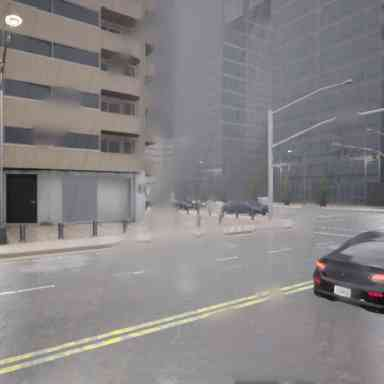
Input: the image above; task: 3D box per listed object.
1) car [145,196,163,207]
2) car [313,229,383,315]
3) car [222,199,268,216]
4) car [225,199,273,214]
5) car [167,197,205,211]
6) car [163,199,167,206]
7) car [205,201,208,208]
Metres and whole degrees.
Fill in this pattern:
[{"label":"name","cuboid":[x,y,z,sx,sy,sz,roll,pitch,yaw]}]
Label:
[{"label":"car","cuboid":[-6.673,1.422,48.662,1.882,1.535,5.008,0,0,-35]},{"label":"car","cuboid":[4.440,1.526,6.982,4.674,1.442,1.812,0,0,-35]},{"label":"car","cuboid":[5.163,1.492,31.964,2.033,1.411,5.357,0,0,-36]},{"label":"car","cuboid":[6.141,1.492,36.574,2.033,1.411,5.357,0,0,-36]},{"label":"car","cuboid":[-0.819,1.509,40.332,1.994,1.385,4.181,0,0,-35]},{"label":"car","cuboid":[-5.740,1.449,53.438,1.837,1.490,4.892,0,0,-35]},{"label":"car","cuboid":[0.156,1.436,45.023,2.128,1.511,4.902,0,0,-35]}]
